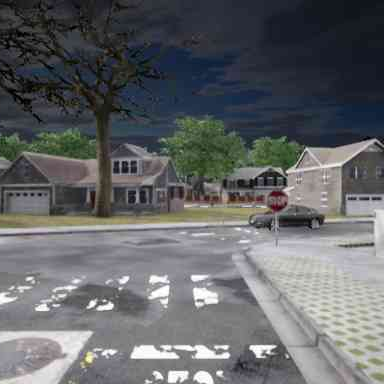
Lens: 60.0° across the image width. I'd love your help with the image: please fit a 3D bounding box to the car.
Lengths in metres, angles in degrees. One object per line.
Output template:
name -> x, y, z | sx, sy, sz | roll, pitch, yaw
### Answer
car -> 5.803, 1.539, 20.406 | 4.892, 1.490, 1.837 | 1, 0, -20
